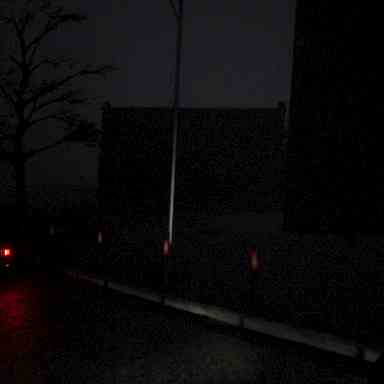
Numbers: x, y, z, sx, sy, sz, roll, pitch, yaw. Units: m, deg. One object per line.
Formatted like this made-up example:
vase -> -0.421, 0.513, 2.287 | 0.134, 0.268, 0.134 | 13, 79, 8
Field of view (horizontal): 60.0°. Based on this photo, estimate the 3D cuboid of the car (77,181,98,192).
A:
car -> -17.560, -0.702, 58.382 | 1.994, 1.385, 4.181 | 4, 3, 21

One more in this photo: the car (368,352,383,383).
car -> 3.475, 1.484, 1.290 | 5.008, 1.535, 1.882 | 0, 0, 35

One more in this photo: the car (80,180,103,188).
car -> -23.457, -1.918, 77.559 | 4.892, 1.521, 2.231 | 4, 3, 21

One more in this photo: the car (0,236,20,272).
car -> -6.705, 1.465, 9.200 | 4.718, 1.301, 1.895 | 2, 1, 40

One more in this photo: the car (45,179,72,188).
car -> -27.404, -1.765, 67.251 | 4.553, 1.767, 2.185 | 4, 3, 21

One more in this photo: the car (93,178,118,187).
car -> -21.474, -2.324, 82.694 | 5.566, 2.045, 2.435 | 4, 3, 21

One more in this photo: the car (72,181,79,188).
car -> -26.446, -1.707, 69.845 | 5.008, 1.535, 2.097 | 4, 3, 21
